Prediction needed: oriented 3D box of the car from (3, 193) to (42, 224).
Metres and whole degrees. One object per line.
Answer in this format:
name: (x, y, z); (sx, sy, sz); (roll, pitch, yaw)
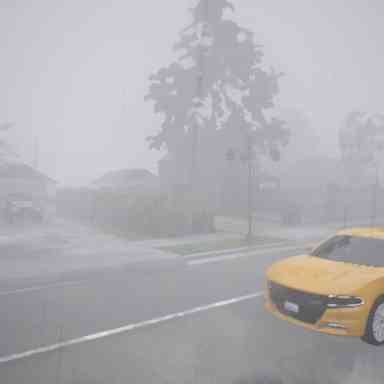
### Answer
car: (-11.104, 1.012, 21.696); (1.905, 1.878, 3.866); (0, 0, -35)

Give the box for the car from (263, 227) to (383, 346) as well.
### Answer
car: (3.546, 1.473, 6.522); (5.008, 1.535, 1.882); (0, 0, -35)
